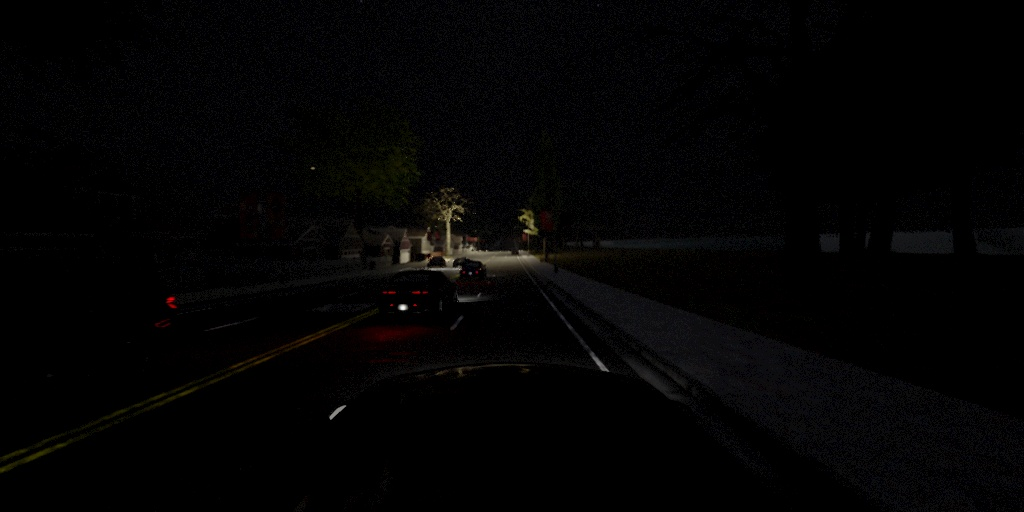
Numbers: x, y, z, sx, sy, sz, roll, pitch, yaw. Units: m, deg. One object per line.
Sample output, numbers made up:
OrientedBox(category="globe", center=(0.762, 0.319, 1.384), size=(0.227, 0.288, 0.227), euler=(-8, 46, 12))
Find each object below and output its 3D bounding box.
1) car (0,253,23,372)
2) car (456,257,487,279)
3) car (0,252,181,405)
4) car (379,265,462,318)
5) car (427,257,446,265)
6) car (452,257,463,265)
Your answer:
OrientedBox(category="car", center=(-9.852, 0.971, 3.647), size=(2.150, 2.045, 5.566), euler=(0, 0, 0))
OrientedBox(category="car", center=(-3.159, 1.105, 29.455), size=(1.812, 1.442, 4.674), euler=(0, 1, 0))
OrientedBox(category="car", center=(-6.601, 0.971, 3.622), size=(2.150, 2.045, 5.566), euler=(0, 0, 0))
OrientedBox(category="car", center=(-3.154, 1.230, 12.789), size=(1.837, 1.490, 4.892), euler=(0, 0, 0))
OrientedBox(category="car", center=(-9.836, 0.805, 47.180), size=(1.812, 1.442, 4.674), euler=(0, 1, 0))
OrientedBox(category="car", center=(-6.587, 0.829, 47.065), size=(2.033, 1.411, 5.357), euler=(0, 1, 0))
